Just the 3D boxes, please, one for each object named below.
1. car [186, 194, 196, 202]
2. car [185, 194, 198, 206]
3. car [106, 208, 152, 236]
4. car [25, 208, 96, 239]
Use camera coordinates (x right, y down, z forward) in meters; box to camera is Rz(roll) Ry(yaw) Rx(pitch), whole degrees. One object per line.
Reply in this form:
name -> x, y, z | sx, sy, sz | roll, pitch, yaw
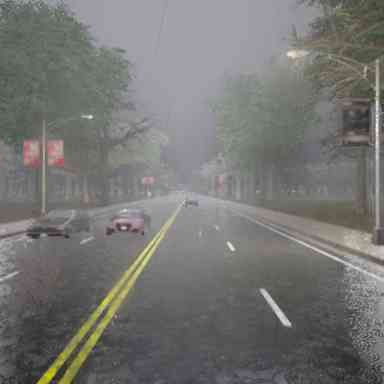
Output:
car -> -0.313, 1.332, 73.438 | 2.097, 1.767, 4.553 | 0, 0, 0
car -> -0.075, 1.512, 55.671 | 1.812, 1.442, 4.674 | 0, 0, 0
car -> -3.344, 1.566, 18.275 | 1.994, 1.385, 4.181 | 0, 0, 0
car -> -6.594, 1.549, 17.465 | 2.033, 1.411, 5.357 | 0, 0, 0
